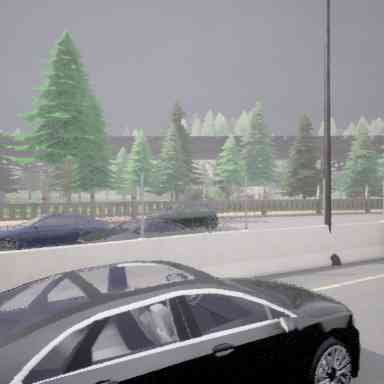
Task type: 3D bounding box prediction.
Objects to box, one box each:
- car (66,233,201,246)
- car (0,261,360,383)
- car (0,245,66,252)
[{"bbox_3d":[-1.679,1.564,10.941,4.181,1.385,1.994,0,0,-32],"label":"car"},{"bbox_3d":[-0.274,1.492,3.342,4.902,1.511,2.128,0,0,-34],"label":"car"},{"bbox_3d":[-5.444,1.526,12.727,4.674,1.442,1.812,0,0,-32],"label":"car"}]
